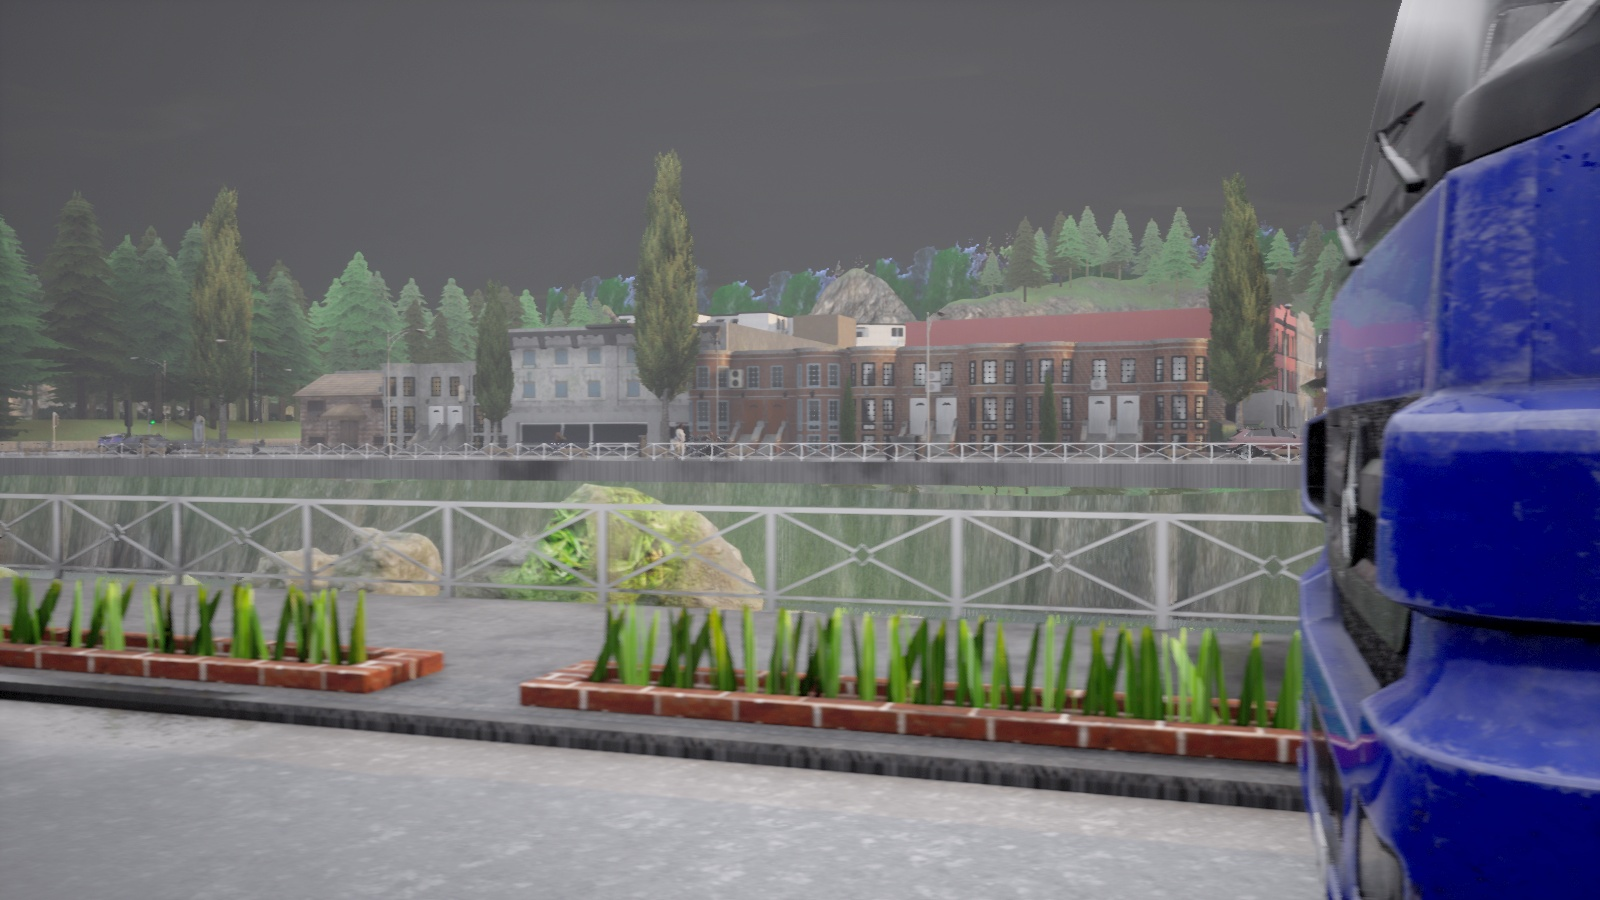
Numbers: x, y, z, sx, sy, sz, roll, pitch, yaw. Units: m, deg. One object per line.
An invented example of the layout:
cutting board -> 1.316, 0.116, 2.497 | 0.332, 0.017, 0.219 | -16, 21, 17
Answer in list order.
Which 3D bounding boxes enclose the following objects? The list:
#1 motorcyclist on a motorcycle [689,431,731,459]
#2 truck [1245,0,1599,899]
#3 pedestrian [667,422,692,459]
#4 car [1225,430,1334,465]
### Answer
motorcyclist on a motorcycle -> -5.065, -0.286, 70.480 | 2.191, 1.530, 0.866 | 1, 1, 19
truck -> 4.970, -0.169, 2.034 | 7.936, 3.462, 2.891 | 1, 1, 19
pedestrian -> -5.992, -0.488, 62.547 | 0.900, 1.855, 0.874 | 1, 1, 30
car -> 23.196, -0.133, 60.980 | 4.856, 1.649, 2.033 | 1, 1, 19
